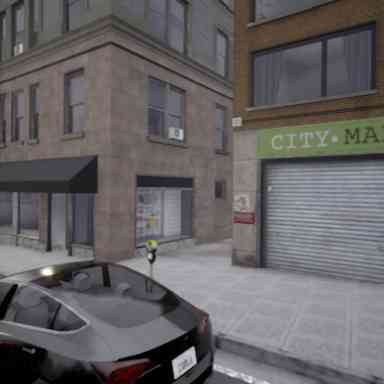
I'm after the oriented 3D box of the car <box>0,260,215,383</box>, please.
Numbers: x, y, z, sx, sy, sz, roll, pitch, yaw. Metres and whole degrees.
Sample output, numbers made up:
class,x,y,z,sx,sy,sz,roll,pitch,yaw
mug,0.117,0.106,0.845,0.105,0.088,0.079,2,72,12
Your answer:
class,x,y,z,sx,sy,sz,roll,pitch,yaw
car,-1.759,1.571,4.198,4.313,1.339,1.947,0,1,35
